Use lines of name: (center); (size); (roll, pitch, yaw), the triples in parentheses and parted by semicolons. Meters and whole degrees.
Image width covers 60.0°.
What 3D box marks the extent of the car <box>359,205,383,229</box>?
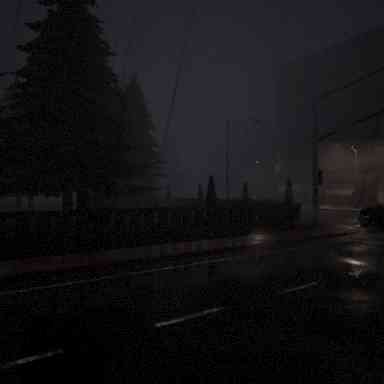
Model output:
car: (11.097, 1.484, 18.619); (2.128, 1.511, 4.902); (1, 0, 4)

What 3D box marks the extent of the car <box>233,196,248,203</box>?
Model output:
car: (10.077, 1.492, 68.480); (2.033, 1.411, 5.357); (0, 0, 20)

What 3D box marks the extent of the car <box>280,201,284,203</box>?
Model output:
car: (8.113, 1.422, 33.953); (1.882, 1.535, 5.008); (0, 0, -32)

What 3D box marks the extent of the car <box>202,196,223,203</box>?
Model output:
car: (3.186, 1.491, 43.186); (2.033, 1.411, 5.357); (0, 0, -20)

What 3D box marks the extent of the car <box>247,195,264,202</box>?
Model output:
car: (14.868, 1.469, 77.593); (1.812, 1.442, 4.674); (0, 0, 40)

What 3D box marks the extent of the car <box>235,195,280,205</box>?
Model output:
car: (5.646, 1.297, 31.402); (2.097, 1.767, 4.553); (0, 0, -32)

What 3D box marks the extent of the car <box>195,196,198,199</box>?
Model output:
car: (1.759, 1.437, 65.756); (2.128, 1.511, 4.902); (0, 0, 12)
